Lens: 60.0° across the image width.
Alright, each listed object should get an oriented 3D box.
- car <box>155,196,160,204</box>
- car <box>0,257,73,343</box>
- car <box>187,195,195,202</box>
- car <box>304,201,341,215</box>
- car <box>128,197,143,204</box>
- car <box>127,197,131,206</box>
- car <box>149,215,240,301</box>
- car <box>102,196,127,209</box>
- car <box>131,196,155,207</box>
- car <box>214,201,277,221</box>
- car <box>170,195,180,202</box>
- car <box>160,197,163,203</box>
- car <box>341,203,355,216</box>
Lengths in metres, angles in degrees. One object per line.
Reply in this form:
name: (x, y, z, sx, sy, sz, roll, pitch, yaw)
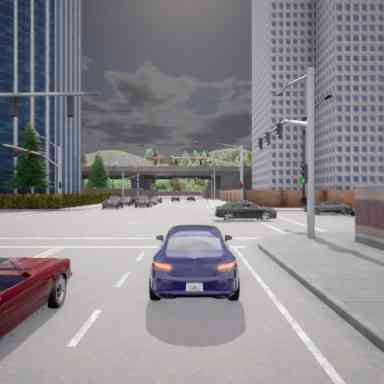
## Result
car: (-7.252, 1.601, 58.774, 1.895, 1.301, 4.718, 0, 0, 0)
car: (-3.454, 1.601, 4.939, 1.895, 1.301, 4.718, 0, 0, 0)
car: (-0.222, 1.477, 74.486, 1.837, 1.490, 4.892, 0, 0, 0)
car: (13.531, 1.564, 33.437, 4.181, 1.385, 1.994, 0, 0, 0)
car: (-10.738, 1.601, 63.483, 1.895, 1.301, 4.718, 0, 0, 0)
car: (-10.751, 1.491, 54.260, 2.128, 1.511, 4.902, 0, 0, 0)
car: (0.054, 1.526, 8.210, 1.812, 1.442, 4.674, 0, 0, 0)
car: (-10.733, 1.352, 45.300, 2.097, 1.767, 4.553, 0, 0, 0)
car: (-7.243, 1.352, 49.791, 2.097, 1.767, 4.553, 0, 0, 0)
car: (4.202, 1.505, 26.182, 4.892, 1.490, 1.837, 0, 0, -1)
car: (-3.722, 1.501, 74.476, 1.812, 1.442, 4.674, 0, 0, 0)
car: (-7.204, 1.564, 68.821, 1.994, 1.385, 4.181, 0, 0, 0)
car: (16.200, 1.564, 29.932, 4.181, 1.385, 1.994, 0, 0, 0)
